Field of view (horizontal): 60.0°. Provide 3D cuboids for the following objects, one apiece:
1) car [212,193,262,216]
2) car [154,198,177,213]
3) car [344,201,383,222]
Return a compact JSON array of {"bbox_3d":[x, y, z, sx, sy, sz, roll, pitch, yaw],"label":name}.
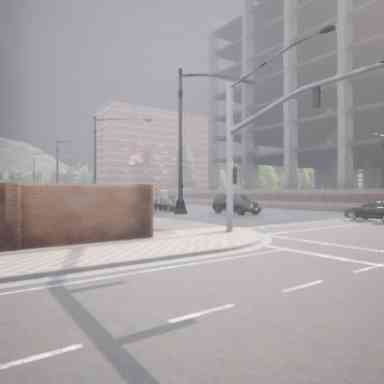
[{"bbox_3d":[4.270,1.166,32.419,2.150,2.045,5.566,0,1,-35],"label":"car"},{"bbox_3d":[-2.619,1.438,36.163,1.882,1.535,5.008,0,0,-35],"label":"car"},{"bbox_3d":[13.769,1.449,24.832,1.837,1.490,4.892,2,-1,-26],"label":"car"}]
